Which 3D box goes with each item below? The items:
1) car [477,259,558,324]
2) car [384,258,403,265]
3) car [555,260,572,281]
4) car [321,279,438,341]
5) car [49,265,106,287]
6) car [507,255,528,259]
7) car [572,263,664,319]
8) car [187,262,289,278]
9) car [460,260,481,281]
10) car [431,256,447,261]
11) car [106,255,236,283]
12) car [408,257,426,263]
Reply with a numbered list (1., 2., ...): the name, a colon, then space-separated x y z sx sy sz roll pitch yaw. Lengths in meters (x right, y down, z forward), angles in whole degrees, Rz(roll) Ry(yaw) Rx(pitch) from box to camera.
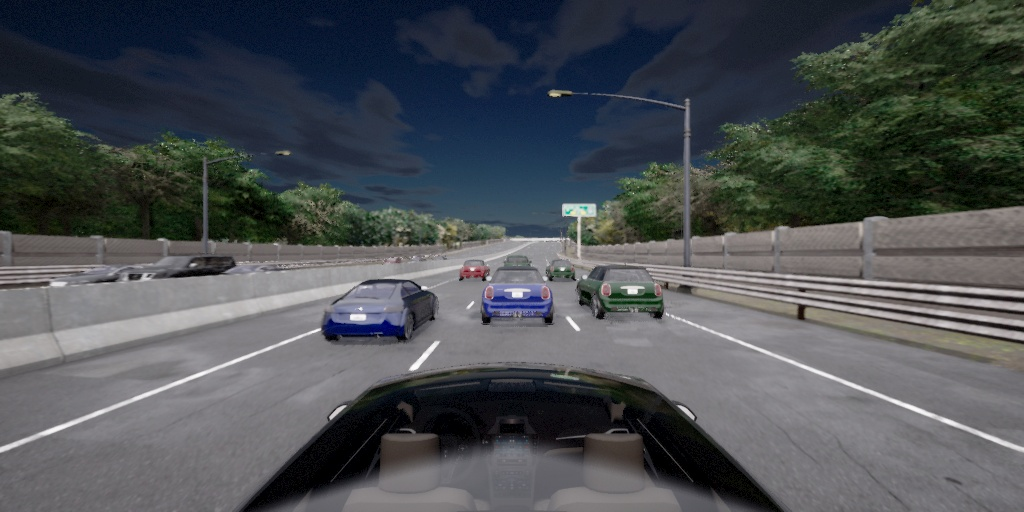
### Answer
1. car: 0.169 1.094 12.116 2.097 1.767 4.553 0 0 1
2. car: -19.589 1.014 59.379 1.812 1.442 4.674 0 1 3
3. car: 3.983 1.084 30.086 2.097 1.767 4.553 0 0 1
4. car: -3.352 1.306 9.851 1.994 1.385 4.181 0 0 0
5. car: -20.945 1.216 18.990 2.128 1.511 4.902 0 0 1
6. car: 0.461 0.951 29.446 2.150 2.045 5.566 0 0 1
7. car: 3.679 1.096 12.992 2.097 1.767 4.553 0 0 1
8. car: -13.941 1.220 19.176 2.128 1.511 4.902 0 0 1
9. car: -3.022 1.078 29.977 2.097 1.767 4.553 0 0 1
10. car: -12.483 0.813 61.251 2.097 1.767 4.553 0 1 3
11. car: -17.444 0.948 19.271 2.150 2.045 5.566 0 0 1
12. car: -16.031 0.963 60.573 2.128 1.511 4.902 0 1 3
